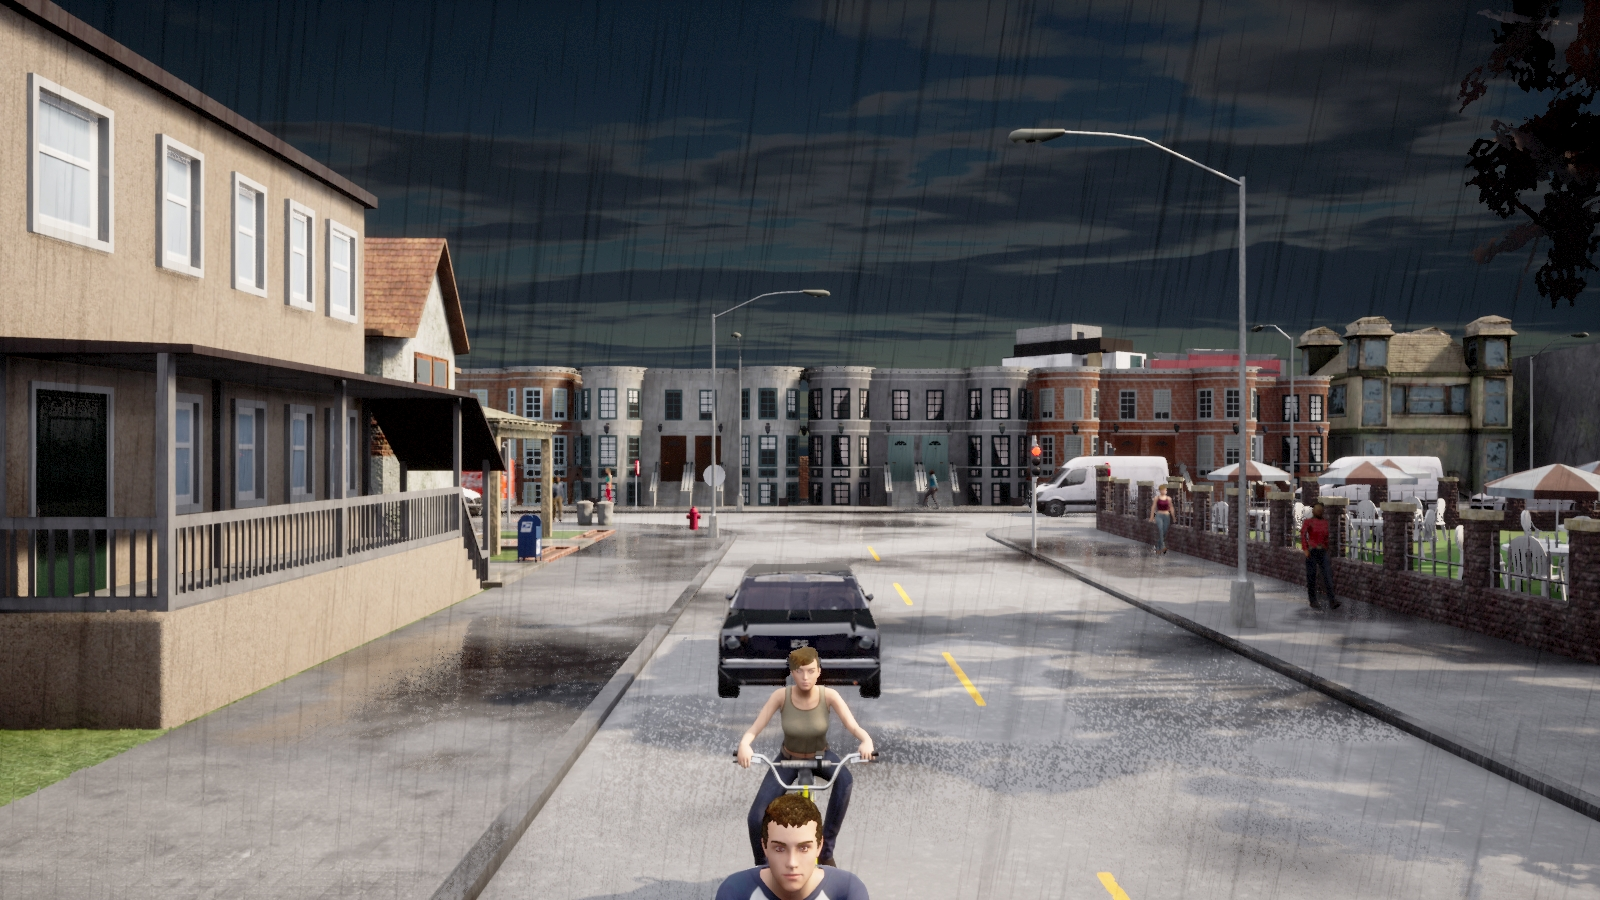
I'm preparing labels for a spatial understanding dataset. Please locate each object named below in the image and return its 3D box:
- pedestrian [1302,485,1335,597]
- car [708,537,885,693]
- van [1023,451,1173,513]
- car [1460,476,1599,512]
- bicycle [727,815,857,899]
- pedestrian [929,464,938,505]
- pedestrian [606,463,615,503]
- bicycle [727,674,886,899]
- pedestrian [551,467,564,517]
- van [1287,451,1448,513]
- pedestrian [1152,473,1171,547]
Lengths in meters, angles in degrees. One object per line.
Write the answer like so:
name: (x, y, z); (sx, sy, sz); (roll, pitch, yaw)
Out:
pedestrian: (8.787, 1.532, 19.368); (0.375, 1.860, 0.375); (0, 0, -1)
car: (-0.040, 1.942, 14.536); (1.895, 1.301, 4.718); (0, 0, 0)
van: (12.676, 1.335, 48.872); (5.915, 2.561, 1.988); (0, 0, 0)
car: (31.329, 1.861, 48.882); (4.892, 1.480, 2.231); (0, 0, 0)
bicycle: (-0.022, 1.938, 3.212); (0.373, 1.296, 1.643); (0, 0, 0)
pedestrian: (6.016, 1.546, 51.420); (0.375, 1.860, 0.375); (0, 0, 11)
pedestrian: (-8.941, 1.547, 53.996); (0.375, 1.860, 0.375); (0, 0, -15)
bicycle: (0.033, 2.040, 6.906); (0.859, 1.080, 1.487); (0, 0, 0)
pedestrian: (-9.146, 1.587, 43.043); (0.375, 1.860, 0.375); (0, 0, -30)
van: (24.218, 1.335, 48.884); (5.915, 2.561, 1.988); (0, 0, 0)
pedestrian: (9.209, 1.530, 29.139); (0.375, 1.860, 0.375); (0, 0, 1)
